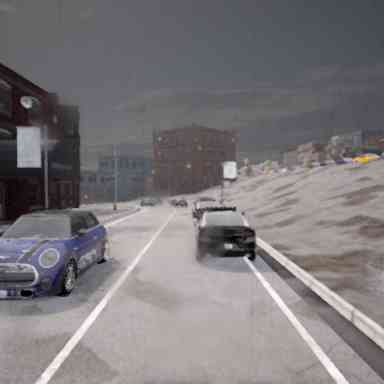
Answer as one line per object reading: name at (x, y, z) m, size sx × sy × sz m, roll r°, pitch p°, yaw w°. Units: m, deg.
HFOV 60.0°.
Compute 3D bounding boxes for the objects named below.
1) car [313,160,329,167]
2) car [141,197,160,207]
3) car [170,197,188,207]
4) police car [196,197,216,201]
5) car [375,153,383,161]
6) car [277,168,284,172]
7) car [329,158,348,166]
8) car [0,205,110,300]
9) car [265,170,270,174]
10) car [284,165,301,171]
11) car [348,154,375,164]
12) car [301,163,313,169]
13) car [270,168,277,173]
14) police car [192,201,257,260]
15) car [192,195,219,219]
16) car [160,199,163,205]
car at (21.860, -4.355, 53.200) m, size 2.231 × 1.521 × 4.892 m, roll 0°, pitch 1°, yaw -1°
car at (-6.873, 1.639, 52.338) m, size 1.994 × 1.385 × 4.181 m, roll -1°, pitch -1°, yaw -17°
car at (-1.967, 1.485, 48.585) m, size 1.812 × 1.442 × 4.674 m, roll 0°, pitch -1°, yaw -16°
police car at (1.050, 1.264, 22.123) m, size 1.930 × 1.638 × 5.238 m, roll 0°, pitch 0°, yaw 0°
car at (22.914, -4.060, 36.617) m, size 2.185 × 1.767 × 4.553 m, roll 0°, pitch 1°, yaw -5°
car at (21.374, -4.750, 75.145) m, size 2.002 × 1.452 × 4.674 m, roll 0°, pitch 1°, yaw -1°
car at (22.094, -4.178, 47.659) m, size 2.002 × 1.452 × 4.674 m, roll 0°, pitch 1°, yaw -2°
car at (-3.600, 1.287, 8.429) m, size 2.097 × 1.767 × 4.553 m, roll 0°, pitch 0°, yaw 0°
car at (21.131, -5.124, 86.335) m, size 2.185 × 1.767 × 4.553 m, roll 0°, pitch 1°, yaw -1°
car at (21.494, -4.811, 69.651) m, size 2.185 × 1.767 × 4.553 m, roll 0°, pitch 1°, yaw -1°
car at (22.446, -4.076, 42.123) m, size 2.097 × 1.535 × 5.008 m, roll 0°, pitch 1°, yaw -4°
car at (21.732, -4.474, 58.717) m, size 2.231 × 1.521 × 4.892 m, roll 0°, pitch 1°, yaw -1°
car at (21.251, -5.023, 80.816) m, size 2.185 × 1.767 × 4.553 m, roll 0°, pitch 1°, yaw -1°
police car at (1.050, 1.332, 12.118) m, size 1.930 × 1.638 × 5.238 m, roll 0°, pitch 0°, yaw 0°
car at (1.049, 1.174, 27.988) m, size 2.097 × 1.767 × 4.553 m, roll 0°, pitch 0°, yaw 0°
car at (-7.167, 1.764, 62.338) m, size 1.837 × 1.490 × 4.892 m, roll -1°, pitch -1°, yaw -31°
